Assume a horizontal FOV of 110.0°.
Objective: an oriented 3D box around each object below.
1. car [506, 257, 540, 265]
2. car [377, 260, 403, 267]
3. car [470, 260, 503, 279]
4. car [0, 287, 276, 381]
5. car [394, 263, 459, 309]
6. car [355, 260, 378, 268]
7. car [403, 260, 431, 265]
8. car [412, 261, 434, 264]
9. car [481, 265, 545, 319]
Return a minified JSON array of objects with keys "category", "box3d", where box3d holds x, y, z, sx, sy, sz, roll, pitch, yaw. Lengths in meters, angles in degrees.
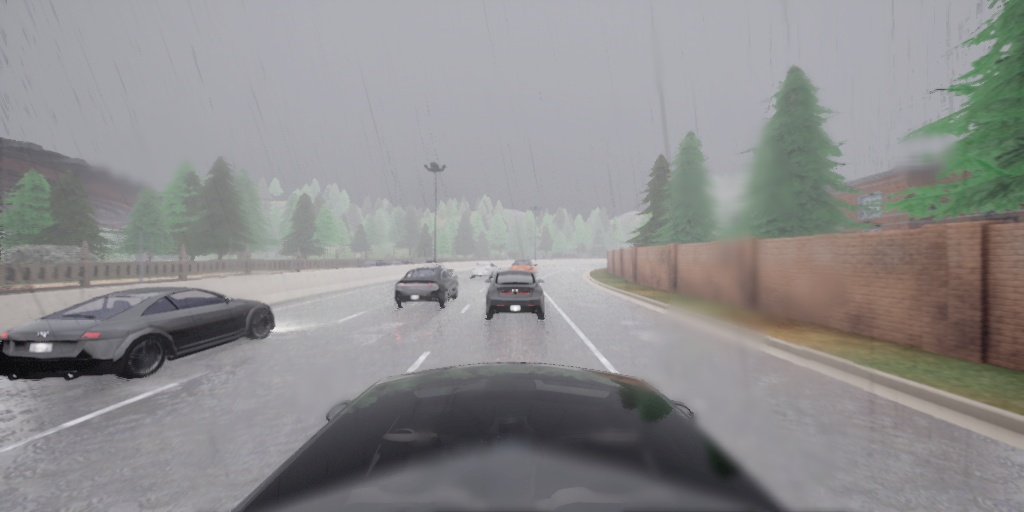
[{"category":"car","box3d":[1.036,1.081,30.563,2.097,1.767,4.553,0,0,7]},{"category":"car","box3d":[-14.140,1.265,45.184,2.033,1.411,5.357,0,0,15]},{"category":"car","box3d":[-2.334,1.253,31.880,1.812,1.442,4.674,0,0,8]},{"category":"car","box3d":[-6.902,1.309,7.261,1.994,1.385,4.181,0,0,0]},{"category":"car","box3d":[-3.400,1.231,14.974,2.128,1.511,4.902,0,0,0]},{"category":"car","box3d":[-17.599,1.264,45.659,2.033,1.411,5.357,0,0,15]},{"category":"car","box3d":[-10.860,1.225,43.684,1.837,1.490,4.892,0,-1,15]},{"category":"car","box3d":[-6.205,1.330,29.307,1.895,1.301,4.718,0,0,6]},{"category":"car","box3d":[0.099,1.247,12.737,1.837,1.490,4.892,0,0,0]}]
